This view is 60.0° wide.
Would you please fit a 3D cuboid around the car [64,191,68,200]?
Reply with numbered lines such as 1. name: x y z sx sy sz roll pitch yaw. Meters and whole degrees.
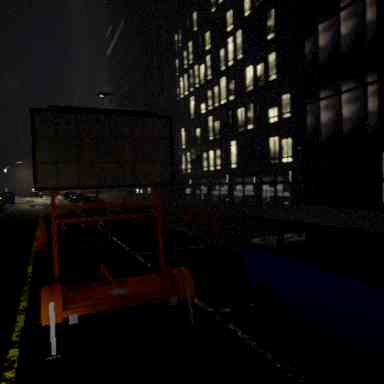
1. car: -16.089 0.778 46.060 2.008 1.369 4.403 -3 2 -24

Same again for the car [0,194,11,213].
1. car: -19.191 1.271 32.280 2.008 1.369 4.403 -3 2 -24

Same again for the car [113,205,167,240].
1. car: -2.377 1.234 14.782 1.802 1.307 4.206 -3 2 -24

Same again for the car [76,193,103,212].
1. car: -9.233 1.027 30.422 1.802 1.307 4.206 -3 2 -24

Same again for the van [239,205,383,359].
1. van: 2.184 1.132 4.350 1.690 1.788 3.998 -3 2 -24

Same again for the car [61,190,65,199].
1. car: -20.663 0.512 56.484 1.967 1.590 4.097 -2 2 -24

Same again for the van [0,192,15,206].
1. van: -23.768 0.914 42.701 1.690 1.788 3.998 -3 2 -24

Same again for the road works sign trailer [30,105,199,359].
1. road works sign trailer: -1.519 0.330 6.012 2.380 3.560 2.880 -3 2 -24

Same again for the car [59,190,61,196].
1. car: -22.948 0.434 61.696 1.967 1.590 4.097 -2 2 -24

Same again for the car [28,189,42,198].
1. car: -33.696 0.261 72.027 2.150 2.045 5.566 -3 2 -24

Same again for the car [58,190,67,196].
1. car: -32.086 0.220 82.552 1.887 1.381 4.507 -2 2 -24

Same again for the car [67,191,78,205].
1. car: -13.804 0.853 40.847 2.008 1.369 4.403 -3 2 -24
